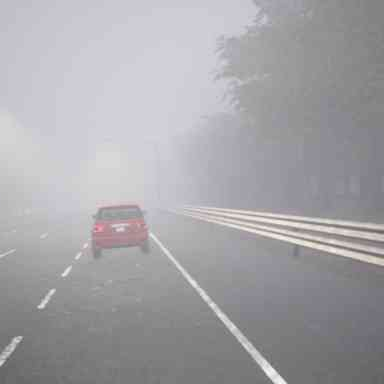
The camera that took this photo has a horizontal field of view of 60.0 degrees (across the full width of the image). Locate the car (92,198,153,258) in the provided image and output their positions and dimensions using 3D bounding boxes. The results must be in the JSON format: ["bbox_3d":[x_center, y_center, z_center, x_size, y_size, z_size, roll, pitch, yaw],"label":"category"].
[{"bbox_3d":[-3.159,1.507,14.688,2.150,2.045,5.566,-3,0,-12],"label":"car"}]

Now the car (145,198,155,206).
[{"bbox_3d":[-10.248,2.341,78.578,2.150,2.045,5.566,-4,0,12],"label":"car"}]

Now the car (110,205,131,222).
[{"bbox_3d":[-7.694,2.243,35.852,2.033,1.411,5.357,-3,0,-12],"label":"car"}]

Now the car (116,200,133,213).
[{"bbox_3d":[-11.183,2.383,55.498,2.097,1.767,4.553,-3,0,-5],"label":"car"}]
